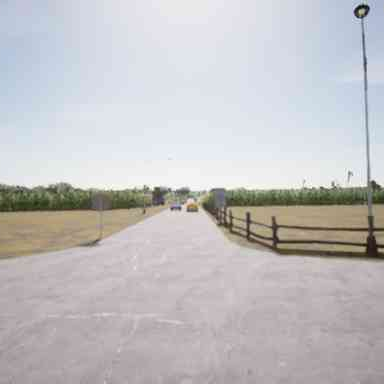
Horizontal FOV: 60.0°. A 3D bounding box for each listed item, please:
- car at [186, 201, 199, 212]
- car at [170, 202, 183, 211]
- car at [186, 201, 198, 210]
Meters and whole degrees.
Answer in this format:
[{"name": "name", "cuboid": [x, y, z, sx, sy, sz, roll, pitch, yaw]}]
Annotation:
[{"name": "car", "cuboid": [0.029, 2.319, 52.768, 1.882, 1.535, 5.008, 0, -1, 0]}, {"name": "car", "cuboid": [-2.719, 2.453, 57.357, 1.812, 1.442, 4.674, 0, -1, 0]}, {"name": "car", "cuboid": [0.035, 2.537, 63.189, 2.128, 1.511, 4.902, 0, -1, 0]}]
